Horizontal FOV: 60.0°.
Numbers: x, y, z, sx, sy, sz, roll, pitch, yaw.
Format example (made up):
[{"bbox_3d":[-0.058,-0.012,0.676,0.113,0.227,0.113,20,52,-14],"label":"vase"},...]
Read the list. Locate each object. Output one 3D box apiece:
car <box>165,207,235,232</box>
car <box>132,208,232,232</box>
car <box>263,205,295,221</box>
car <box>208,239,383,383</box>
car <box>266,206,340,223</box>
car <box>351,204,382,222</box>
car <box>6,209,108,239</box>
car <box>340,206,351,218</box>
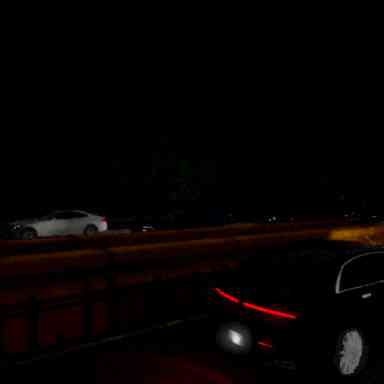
[{"bbox_3d":[0.578,1.709,21.569,4.181,1.385,1.994,1,0,-35],"label":"car"},{"bbox_3d":[-0.540,1.579,16.489,5.008,1.535,1.882,1,0,-35],"label":"car"},{"bbox_3d":[8.153,1.796,26.894,5.357,1.411,2.033,1,0,-35],"label":"car"},{"bbox_3d":[2.519,1.564,5.543,4.892,1.490,1.837,0,0,-35],"label":"car"},{"bbox_3d":[7.473,1.812,22.146,4.718,1.301,1.895,1,0,-35],"label":"car"},{"bbox_3d":[16.177,1.878,28.303,5.357,1.411,2.033,1,0,-35],"label":"car"},{"bbox_3d":[-6.557,1.573,16.504,4.674,1.442,1.812,1,0,-36],"label":"car"},{"bbox_3d":[16.777,1.914,33.030,5.357,1.411,2.033,1,0,-35],"label":"car"}]
